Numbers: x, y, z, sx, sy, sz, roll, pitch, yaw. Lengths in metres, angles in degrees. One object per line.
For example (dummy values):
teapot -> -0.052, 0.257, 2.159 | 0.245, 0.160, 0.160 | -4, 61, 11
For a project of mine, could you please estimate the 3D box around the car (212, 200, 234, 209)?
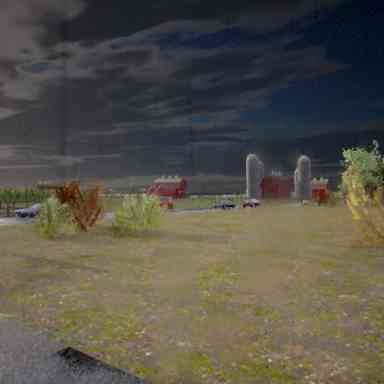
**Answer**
car -> 5.709, 2.243, 61.315 | 1.837, 1.490, 4.892 | -1, -1, 36

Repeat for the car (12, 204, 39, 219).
car -> -14.789, 1.851, 33.121 | 2.033, 1.411, 5.357 | -1, -1, 36

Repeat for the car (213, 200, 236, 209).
car -> 5.445, 2.051, 54.898 | 2.128, 1.511, 4.902 | -1, -1, 36

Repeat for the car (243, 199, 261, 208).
car -> 11.455, 2.026, 63.298 | 2.097, 1.767, 4.553 | -1, -1, 36

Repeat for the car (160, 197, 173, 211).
car -> -4.959, 1.708, 46.729 | 2.150, 2.045, 5.566 | -1, -1, 36
